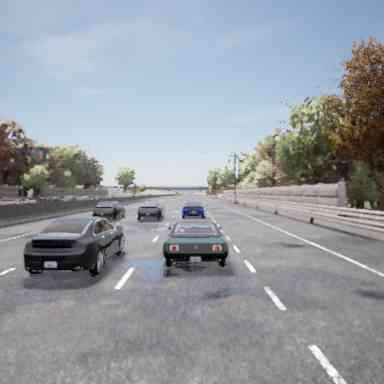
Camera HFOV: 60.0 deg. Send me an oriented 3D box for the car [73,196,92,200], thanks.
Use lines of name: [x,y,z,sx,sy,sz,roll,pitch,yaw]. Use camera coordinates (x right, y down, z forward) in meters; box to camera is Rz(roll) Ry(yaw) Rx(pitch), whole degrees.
car: [-20.982,1.605,65.280,2.033,1.411,5.357,0,0,0]

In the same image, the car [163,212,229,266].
car: [0.105,1.605,11.565,1.895,1.301,4.718,0,0,0]

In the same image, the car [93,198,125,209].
car: [-6.891,1.509,28.032,2.128,1.511,4.902,0,0,0]

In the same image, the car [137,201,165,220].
car: [-3.392,1.508,28.027,2.128,1.511,4.902,0,0,0]

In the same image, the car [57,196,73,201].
car: [-24.481,1.577,66.652,2.128,1.511,4.902,0,0,0]

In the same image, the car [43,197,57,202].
car: [-27.981,1.647,66.623,1.895,1.301,4.718,0,0,0]

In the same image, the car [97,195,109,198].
car: [-17.488,1.417,65.329,2.097,1.767,4.553,0,0,0]

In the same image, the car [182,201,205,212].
car: [0.110,1.496,29.652,1.882,1.535,5.008,0,0,0]

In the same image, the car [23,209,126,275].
car: [-3.399,1.508,10.415,1.837,1.490,4.892,0,0,0]
